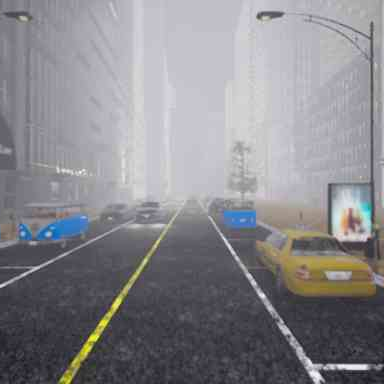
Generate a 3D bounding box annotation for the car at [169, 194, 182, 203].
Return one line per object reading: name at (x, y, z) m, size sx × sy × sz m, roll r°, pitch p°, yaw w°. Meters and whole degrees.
car at (-2.987, 1.366, 65.327) m, size 1.895 × 1.301 × 4.718 m, roll 0°, pitch 0°, yaw 0°

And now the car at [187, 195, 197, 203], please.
car at (0.019, 1.297, 63.672) m, size 1.837 × 1.490 × 4.892 m, roll 0°, pitch 0°, yaw 0°

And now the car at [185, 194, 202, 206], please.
car at (0.017, 1.324, 49.714) m, size 2.128 × 1.511 × 4.902 m, roll 0°, pitch 0°, yaw 0°

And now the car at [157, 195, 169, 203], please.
car at (-5.665, 1.327, 65.183) m, size 1.887 × 1.381 × 4.507 m, roll 0°, pitch 0°, yaw 0°

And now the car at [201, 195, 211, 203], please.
car at (2.716, 1.326, 65.158) m, size 1.887 × 1.381 × 4.507 m, roll 0°, pitch 0°, yaw 0°

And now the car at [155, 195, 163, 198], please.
car at (-5.669, 1.277, 48.116) m, size 1.967 × 1.590 × 4.097 m, roll 0°, pitch 0°, yaw 0°

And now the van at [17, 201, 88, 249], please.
van at (-5.678, 1.293, 13.980) m, size 1.690 × 1.788 × 3.998 m, roll 0°, pitch 0°, yaw 0°

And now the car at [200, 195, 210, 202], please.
car at (2.718, 1.346, 70.847) m, size 1.802 × 1.307 × 4.206 m, roll 0°, pitch 0°, yaw 0°

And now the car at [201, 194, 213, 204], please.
car at (2.715, 1.240, 59.468) m, size 1.967 × 1.590 × 4.097 m, roll 0°, pitch 0°, yaw 0°

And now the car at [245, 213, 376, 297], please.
car at (2.699, 1.495, 8.439) m, size 1.752 × 1.417 × 4.829 m, roll 0°, pitch 0°, yaw 0°

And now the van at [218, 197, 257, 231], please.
van at (2.704, 1.273, 19.646) m, size 1.690 × 1.788 × 3.998 m, roll 0°, pitch 0°, yaw 0°

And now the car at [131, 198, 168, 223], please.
car at (-3.090, 1.419, 25.054) m, size 1.837 × 1.490 × 4.892 m, roll 0°, pitch 0°, yaw 0°

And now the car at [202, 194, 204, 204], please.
car at (2.712, 1.369, 53.780) m, size 2.008 × 1.369 × 4.403 m, roll 0°, pitch 0°, yaw 0°

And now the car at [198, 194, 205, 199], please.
car at (2.725, 1.261, 93.602) m, size 1.947 × 1.339 × 4.313 m, roll 0°, pitch 0°, yaw 0°

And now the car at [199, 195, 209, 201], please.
car at (2.720, 1.297, 76.536) m, size 2.008 × 1.369 × 4.403 m, roll 0°, pitch 0°, yaw 0°

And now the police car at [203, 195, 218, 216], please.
police car at (2.376, 1.317, 31.391) m, size 1.930 × 1.638 × 5.238 m, roll 0°, pitch 0°, yaw 0°

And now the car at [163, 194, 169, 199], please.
car at (-5.666, 1.351, 59.494) m, size 2.008 × 1.369 × 4.403 m, roll 0°, pitch 0°, yaw 0°

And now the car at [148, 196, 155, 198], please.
car at (-5.673, 1.425, 36.737) m, size 2.008 × 1.369 × 4.403 m, roll 0°, pitch 0°, yaw 0°

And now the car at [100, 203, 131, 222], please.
car at (-5.677, 1.479, 25.359) m, size 1.947 × 1.339 × 4.313 m, roll 0°, pitch 0°, yaw 0°

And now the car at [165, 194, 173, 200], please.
car at (-5.659, 1.274, 82.250) m, size 1.887 × 1.381 × 4.507 m, roll 0°, pitch 0°, yaw 0°
